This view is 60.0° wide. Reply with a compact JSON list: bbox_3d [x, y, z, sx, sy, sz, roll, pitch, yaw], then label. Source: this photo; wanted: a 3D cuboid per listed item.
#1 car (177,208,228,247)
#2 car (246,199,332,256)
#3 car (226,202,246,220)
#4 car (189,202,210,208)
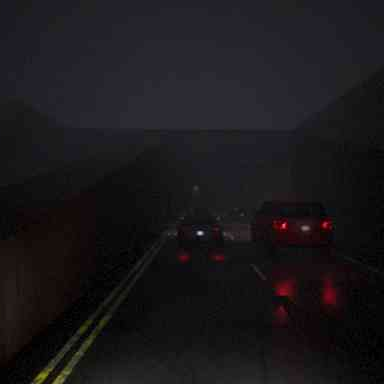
[{"bbox_3d":[0.382,1.651,15.470,1.994,1.385,4.181,0,0,1],"label":"car"},{"bbox_3d":[3.845,1.317,13.739,2.150,2.045,5.566,0,-1,1],"label":"car"},{"bbox_3d":[4.190,1.678,29.840,2.128,1.511,4.902,0,0,1],"label":"car"},{"bbox_3d":[0.710,1.700,30.965,1.812,1.442,4.674,0,0,1],"label":"car"}]
